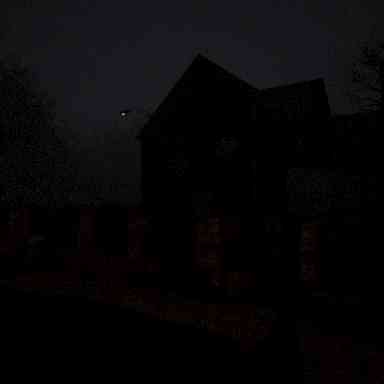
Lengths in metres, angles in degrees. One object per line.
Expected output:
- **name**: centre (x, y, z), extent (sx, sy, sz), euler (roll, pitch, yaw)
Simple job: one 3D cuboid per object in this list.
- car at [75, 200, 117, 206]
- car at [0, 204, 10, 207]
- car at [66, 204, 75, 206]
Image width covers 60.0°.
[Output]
- **car**: centre (-9.023, 1.649, 33.325), extent (1.994, 1.385, 4.181), euler (0, 0, 35)
- **car**: centre (-15.563, 1.648, 24.069), extent (1.895, 1.301, 4.718), euler (0, 0, 35)
- **car**: centre (-11.297, 1.583, 35.730), extent (2.128, 1.511, 4.902), euler (0, 0, 35)
